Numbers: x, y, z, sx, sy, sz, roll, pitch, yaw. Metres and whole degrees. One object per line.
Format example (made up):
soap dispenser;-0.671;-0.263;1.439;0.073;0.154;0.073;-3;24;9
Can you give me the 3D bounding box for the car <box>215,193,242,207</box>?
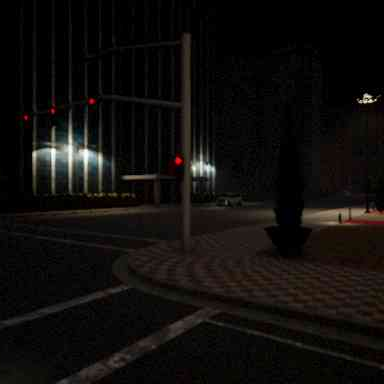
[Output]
car;5.763;1.231;51.326;2.150;2.045;5.566;0;0;35
